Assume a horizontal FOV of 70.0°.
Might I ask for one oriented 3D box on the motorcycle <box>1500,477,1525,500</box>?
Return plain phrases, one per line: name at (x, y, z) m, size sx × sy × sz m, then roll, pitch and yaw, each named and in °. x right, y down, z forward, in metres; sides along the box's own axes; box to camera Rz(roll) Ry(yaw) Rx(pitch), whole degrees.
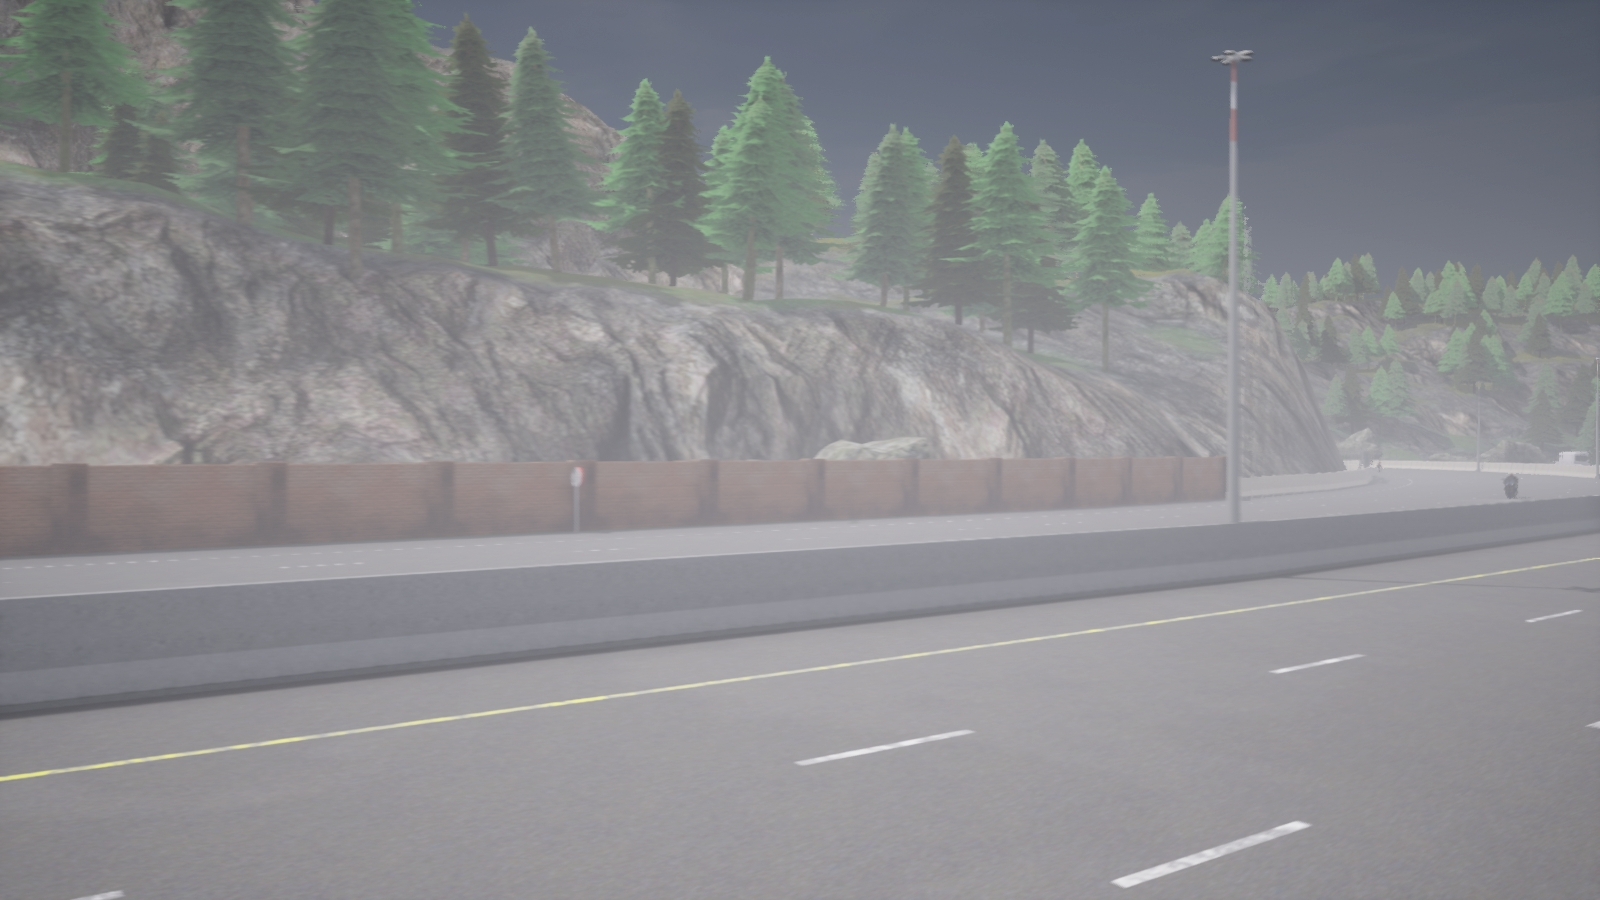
motorcycle at (40.453, 2.186, 64.897) m, size 0.867 × 1.251 × 2.209 m, roll -1°, pitch -1°, yaw 41°
